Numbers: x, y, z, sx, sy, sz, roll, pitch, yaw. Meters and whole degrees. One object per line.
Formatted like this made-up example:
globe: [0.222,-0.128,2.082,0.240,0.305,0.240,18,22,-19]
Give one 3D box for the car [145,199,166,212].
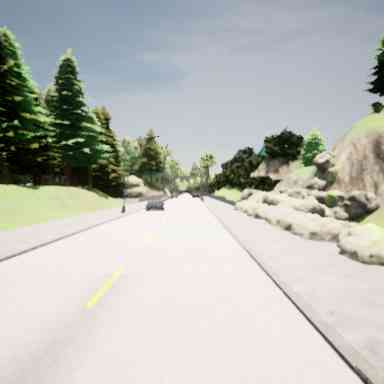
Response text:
car: [-4.094,1.475,37.860,1.994,1.385,4.181,0,0,0]
